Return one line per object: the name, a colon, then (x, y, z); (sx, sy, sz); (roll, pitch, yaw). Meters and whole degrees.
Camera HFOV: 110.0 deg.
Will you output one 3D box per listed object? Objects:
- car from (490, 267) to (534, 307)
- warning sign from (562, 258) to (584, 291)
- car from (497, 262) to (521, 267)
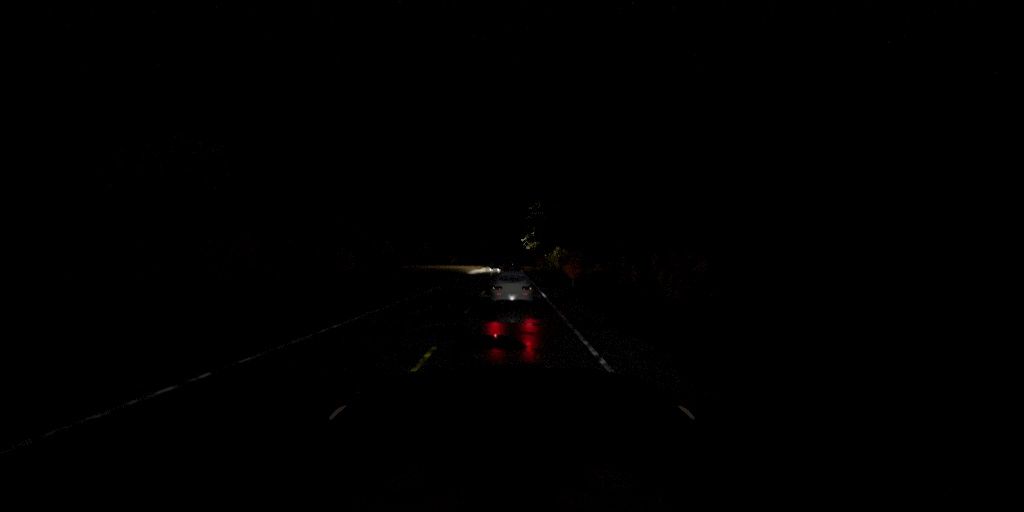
car: (0.016, 1.415, 16.231); (1.812, 1.442, 4.674); (0, 0, 0)
warning sign: (3.562, 1.051, 20.927); (1.300, 1.860, 1.060); (0, 0, 0)
car: (0.022, 1.386, 30.926); (2.097, 1.767, 4.553); (0, -1, 0)
